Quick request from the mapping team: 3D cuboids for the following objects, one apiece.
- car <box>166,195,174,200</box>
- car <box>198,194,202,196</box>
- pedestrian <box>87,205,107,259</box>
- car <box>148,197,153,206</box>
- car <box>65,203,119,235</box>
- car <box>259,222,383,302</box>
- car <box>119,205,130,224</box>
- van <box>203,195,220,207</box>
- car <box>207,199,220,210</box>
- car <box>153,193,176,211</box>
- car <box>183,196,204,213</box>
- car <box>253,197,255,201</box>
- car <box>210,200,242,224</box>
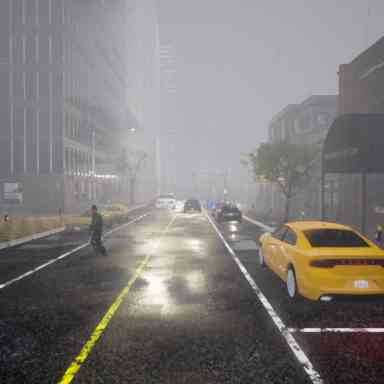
[{"bbox_3d":[-5.976,1.501,90.188,1.752,1.417,4.829,-1,0,0],"label":"car"},{"bbox_3d":[0.023,1.463,47.208,1.882,1.535,5.008,0,0,-1],"label":"car"},{"bbox_3d":[-3.182,1.290,11.118,0.375,1.860,0.375,-1,1,-2],"label":"pedestrian"},{"bbox_3d":[-5.783,1.425,52.410,1.967,1.590,4.097,-1,0,0],"label":"car"},{"bbox_3d":[-5.731,1.520,19.031,1.752,1.417,4.829,-1,0,0],"label":"car"},{"bbox_3d":[2.987,1.475,8.353,1.882,1.535,5.008,0,0,0],"label":"car"},{"bbox_3d":[-5.739,1.518,24.565,1.752,1.417,4.829,-1,0,0],"label":"car"},{"bbox_3d":[2.613,1.329,41.339,1.690,1.788,3.998,-1,0,0],"label":"van"},{"bbox_3d":[2.633,1.573,30.270,1.802,1.307,4.206,-1,0,0],"label":"car"},{"bbox_3d":[-3.160,1.209,41.115,2.150,2.045,5.566,0,0,0],"label":"car"},{"bbox_3d":[0.034,1.494,37.148,1.837,1.490,4.892,0,0,0],"label":"car"},{"bbox_3d":[16.412,1.400,75.692,5.009,1.841,2.192,1,0,1],"label":"car"},{"bbox_3d":[2.641,1.558,24.736,1.947,1.339,4.313,-1,0,0],"label":"car"}]
